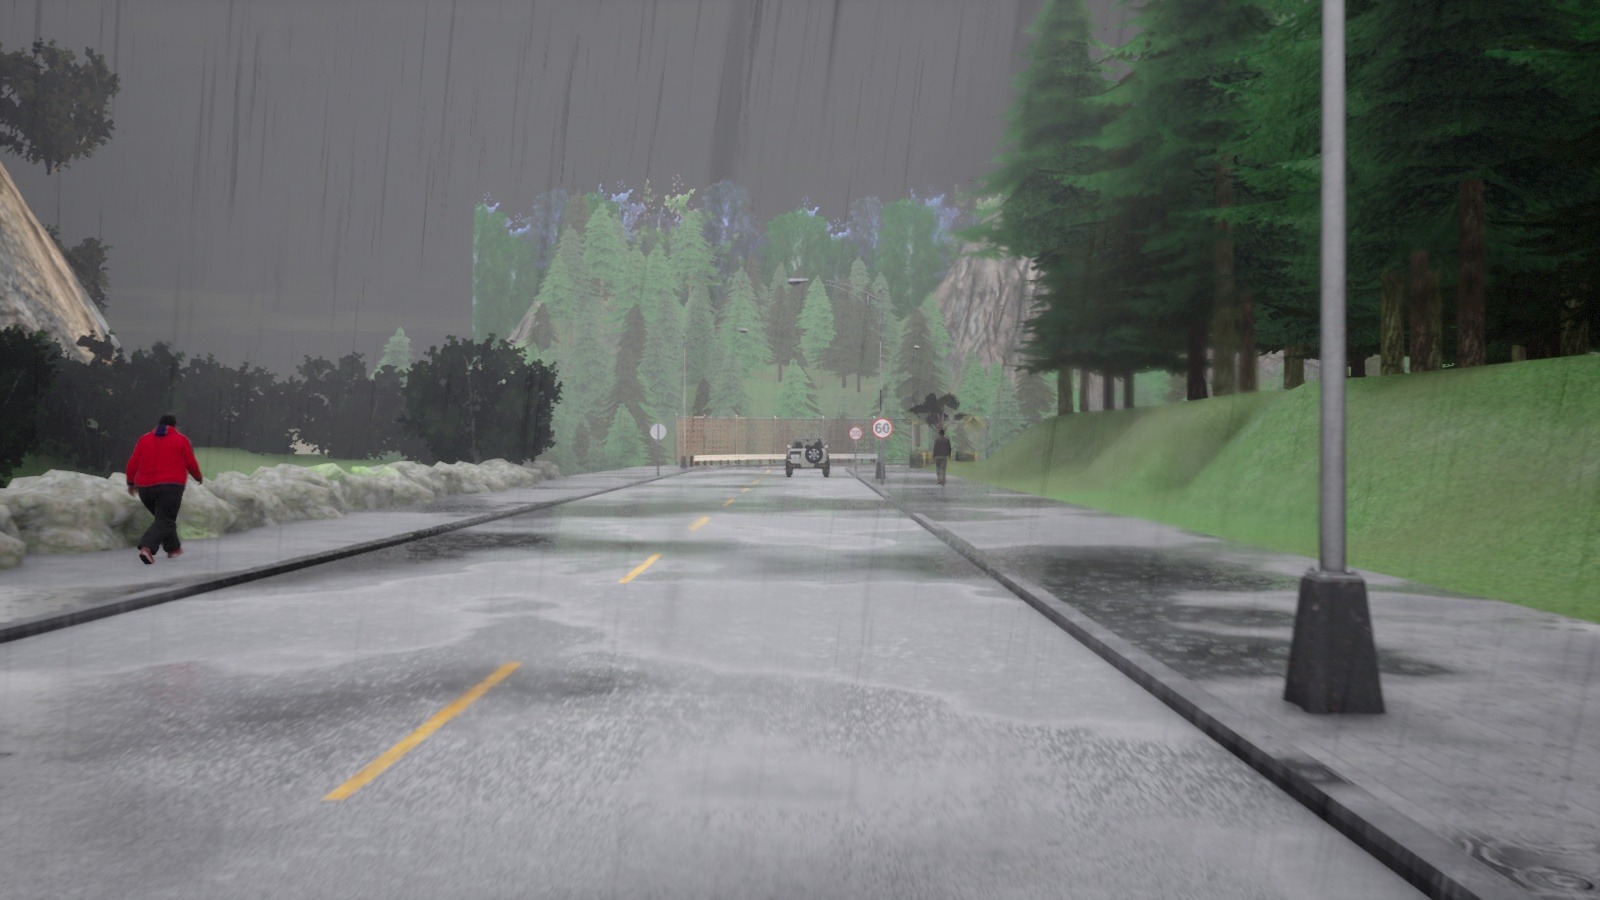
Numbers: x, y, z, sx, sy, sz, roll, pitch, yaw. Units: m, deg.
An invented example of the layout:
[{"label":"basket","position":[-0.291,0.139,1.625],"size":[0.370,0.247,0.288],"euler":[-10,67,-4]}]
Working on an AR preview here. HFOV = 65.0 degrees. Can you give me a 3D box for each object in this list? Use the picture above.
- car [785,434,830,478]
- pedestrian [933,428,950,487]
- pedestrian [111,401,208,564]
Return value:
[{"label":"car","position":[0.340,0.247,56.095],"size":[1.932,1.855,4.605],"euler":[0,0,0]},{"label":"pedestrian","position":[4.501,0.235,39.938],"size":[0.431,1.840,0.703],"euler":[0,0,-3]},{"label":"pedestrian","position":[-7.482,0.368,14.698],"size":[0.634,1.844,0.899],"euler":[0,0,3]}]
